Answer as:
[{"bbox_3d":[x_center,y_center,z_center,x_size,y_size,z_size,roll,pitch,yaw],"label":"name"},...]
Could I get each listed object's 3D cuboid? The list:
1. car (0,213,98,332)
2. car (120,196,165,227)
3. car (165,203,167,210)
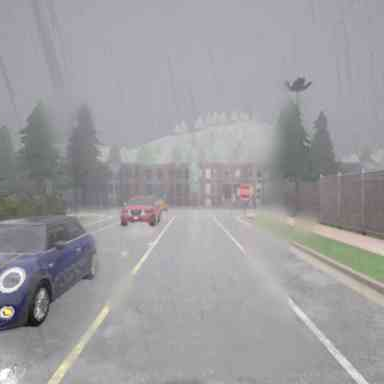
[{"bbox_3d":[-3.576,1.362,7.042,2.097,1.767,4.553,0,0,0],"label":"car"},{"bbox_3d":[-3.452,1.274,23.364,2.150,2.045,5.566,0,-1,1],"label":"car"},{"bbox_3d":[-5.166,1.552,39.390,5.008,1.535,1.882,0,-1,38],"label":"car"}]
